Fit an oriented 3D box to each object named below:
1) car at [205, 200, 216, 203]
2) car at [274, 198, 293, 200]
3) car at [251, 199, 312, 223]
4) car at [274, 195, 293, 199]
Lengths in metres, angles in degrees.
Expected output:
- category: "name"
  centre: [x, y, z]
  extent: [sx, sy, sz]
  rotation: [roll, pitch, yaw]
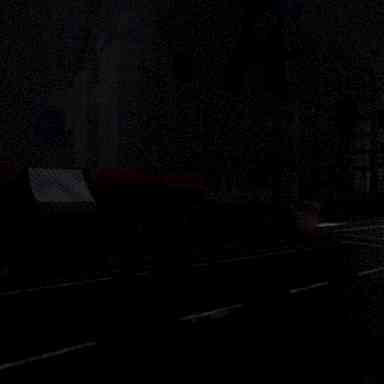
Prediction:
- category: "car"
  centre: [1.821, 1.594, 34.849]
  extent: [1.882, 1.535, 5.008]
  rotation: [1, 0, -36]
- category: "car"
  centre: [7.328, 1.649, 33.209]
  extent: [1.837, 1.490, 4.892]
  rotation: [1, 0, -36]
- category: "car"
  centre: [7.384, 1.622, 27.150]
  extent: [1.837, 1.490, 4.892]
  rotation: [1, 0, -36]
- category: "car"
  centre: [15.392, 1.473, 56.491]
  extent: [1.905, 1.878, 3.866]
  rotation: [1, 0, -36]
